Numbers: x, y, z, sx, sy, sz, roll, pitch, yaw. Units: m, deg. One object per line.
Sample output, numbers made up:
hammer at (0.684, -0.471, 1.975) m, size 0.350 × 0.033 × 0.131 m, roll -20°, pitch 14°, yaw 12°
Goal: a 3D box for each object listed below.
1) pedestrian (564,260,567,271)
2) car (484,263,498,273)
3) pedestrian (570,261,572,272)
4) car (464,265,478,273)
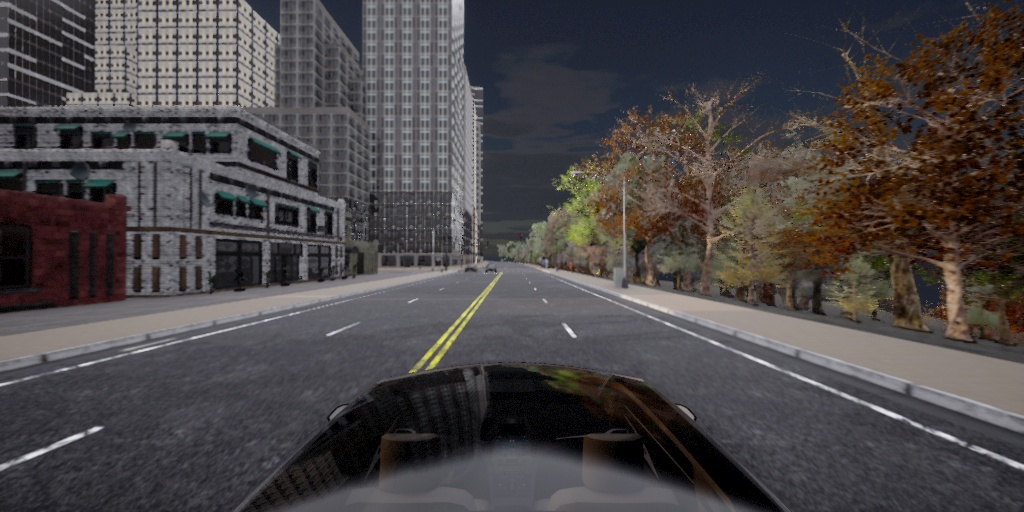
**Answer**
pedestrian at (8.973, 1.593, 59.905) m, size 0.375 × 1.860 × 0.375 m, roll 0°, pitch 0°, yaw 0°
car at (-3.310, 1.932, 57.408) m, size 1.837 × 1.490 × 4.892 m, roll 0°, pitch -1°, yaw 0°
pedestrian at (9.972, 1.755, 60.505) m, size 0.375 × 1.860 × 0.375 m, roll 0°, pitch 0°, yaw 0°
car at (-6.558, 2.029, 57.717) m, size 1.895 × 1.301 × 4.718 m, roll 0°, pitch -1°, yaw 0°
